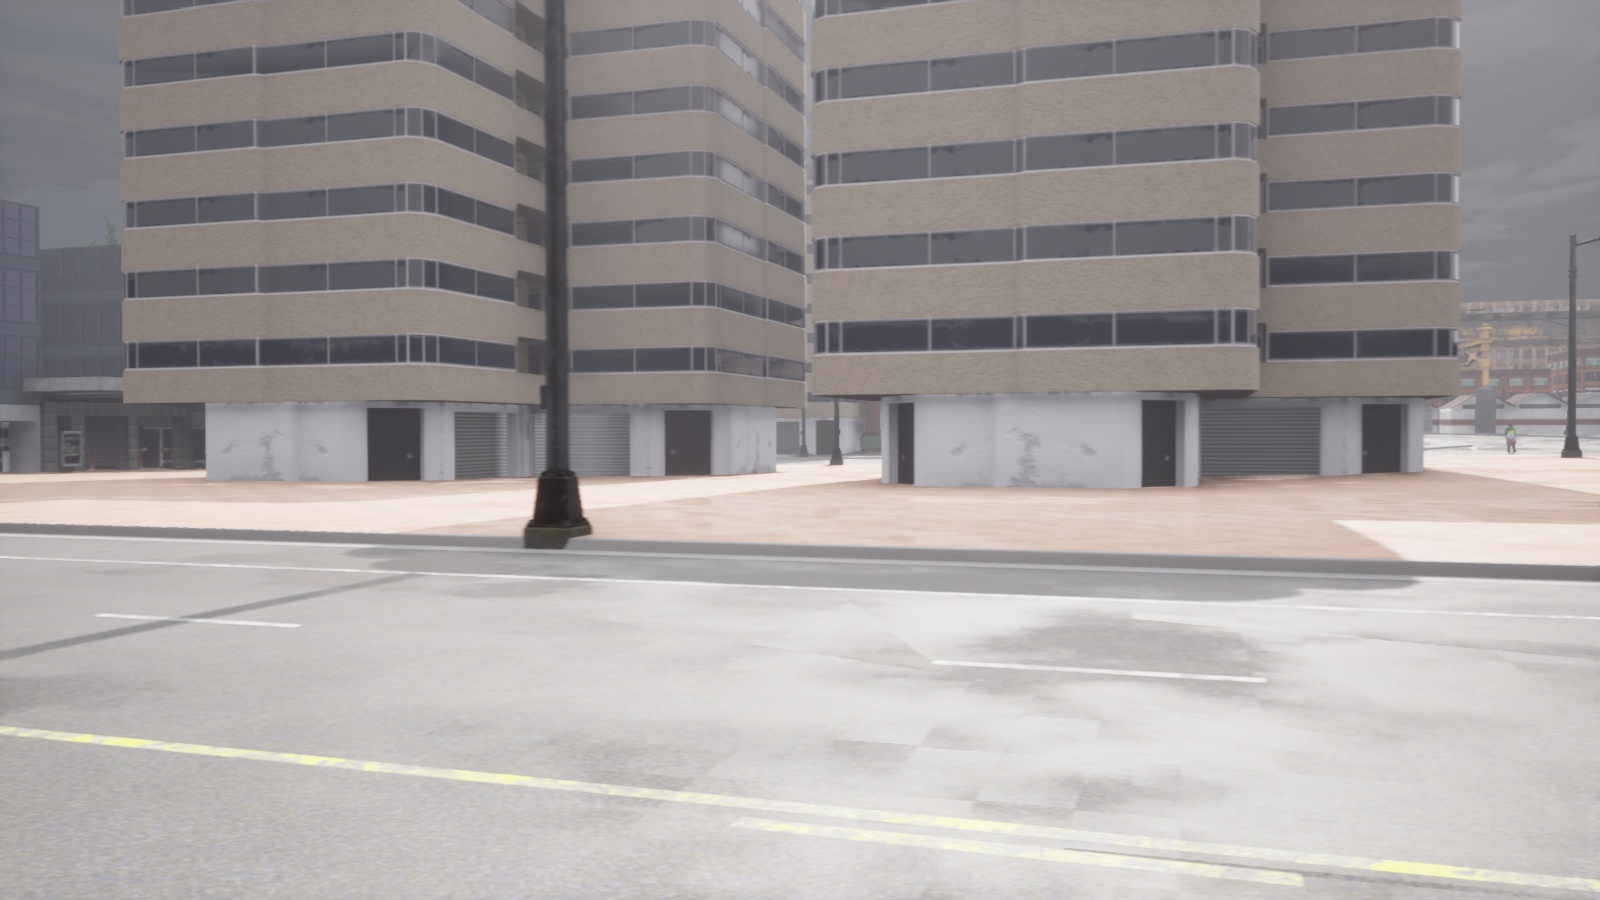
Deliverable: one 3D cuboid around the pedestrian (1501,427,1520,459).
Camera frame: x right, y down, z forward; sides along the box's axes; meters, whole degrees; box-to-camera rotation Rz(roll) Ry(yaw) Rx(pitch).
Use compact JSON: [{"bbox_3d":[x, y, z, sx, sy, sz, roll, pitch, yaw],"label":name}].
[{"bbox_3d":[43.036,-0.445,76.070,0.659,1.952,0.873,0,1,0],"label":"pedestrian"}]
